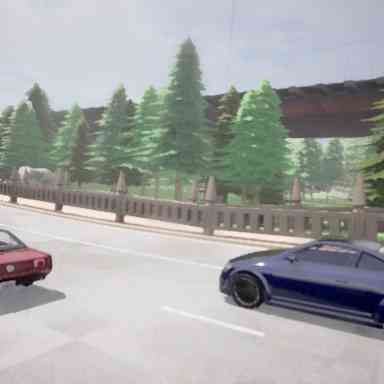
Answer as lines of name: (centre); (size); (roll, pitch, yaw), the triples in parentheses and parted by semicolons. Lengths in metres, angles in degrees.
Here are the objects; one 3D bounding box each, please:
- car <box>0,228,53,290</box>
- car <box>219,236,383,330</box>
car: (-5.429, 1.482, 7.858); (4.718, 1.301, 1.895); (2, 1, 35)
car: (2.613, 1.563, 6.426); (4.181, 1.385, 1.994); (0, 0, 35)
